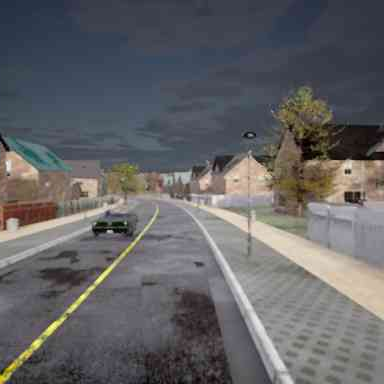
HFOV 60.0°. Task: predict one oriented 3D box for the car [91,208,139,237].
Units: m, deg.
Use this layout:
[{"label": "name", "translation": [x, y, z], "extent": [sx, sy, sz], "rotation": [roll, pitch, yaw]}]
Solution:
[{"label": "car", "translation": [-3.994, 1.559, 17.860], "extent": [1.895, 1.301, 4.718], "rotation": [0, 0, -3]}]
